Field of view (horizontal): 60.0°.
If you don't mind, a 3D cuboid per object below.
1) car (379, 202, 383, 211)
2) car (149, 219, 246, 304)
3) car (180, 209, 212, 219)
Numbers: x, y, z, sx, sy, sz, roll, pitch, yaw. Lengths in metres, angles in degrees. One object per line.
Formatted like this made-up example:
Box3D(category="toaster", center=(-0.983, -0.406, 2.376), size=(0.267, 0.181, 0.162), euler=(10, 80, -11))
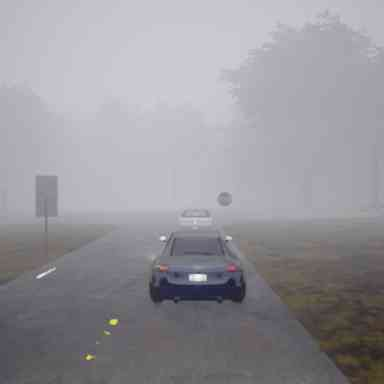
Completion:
Box3D(category="car", center=(20.739, 1.087, 32.288), size=(4.553, 1.767, 2.097), euler=(-1, 0, 0))
Box3D(category="car", center=(0.103, 1.600, 8.311), size=(1.994, 1.385, 4.181), euler=(0, 0, 0))
Box3D(category="car", center=(0.291, 1.703, 20.356), size=(1.895, 1.301, 4.718), euler=(0, 0, 3))
